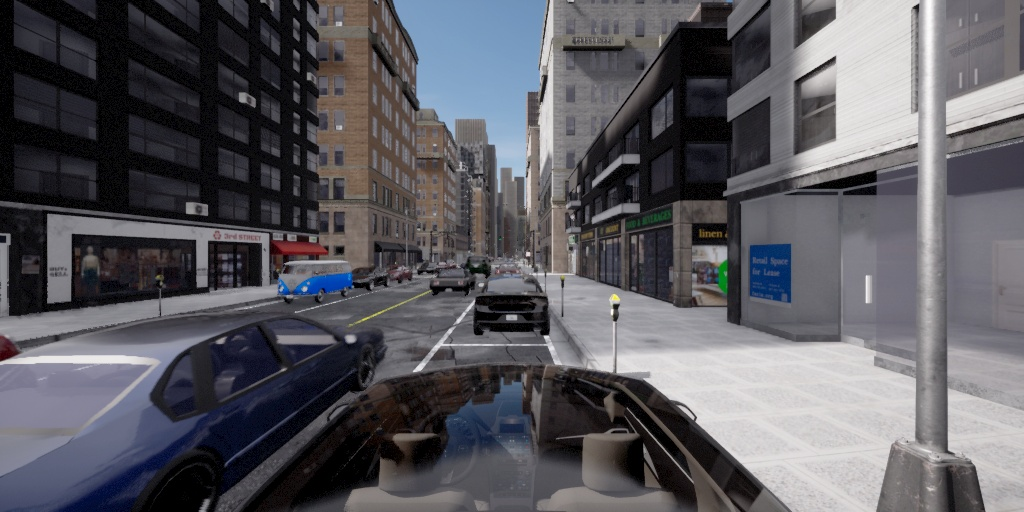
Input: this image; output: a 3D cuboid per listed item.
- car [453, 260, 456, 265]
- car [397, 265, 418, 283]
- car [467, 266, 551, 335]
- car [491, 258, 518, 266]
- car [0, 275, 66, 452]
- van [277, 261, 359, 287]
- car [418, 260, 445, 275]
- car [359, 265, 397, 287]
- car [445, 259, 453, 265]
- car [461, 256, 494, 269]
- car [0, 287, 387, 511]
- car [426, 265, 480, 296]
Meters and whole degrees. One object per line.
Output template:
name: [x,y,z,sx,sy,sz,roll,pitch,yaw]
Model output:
car: [-8.814,1.202,49.336,1.967,1.591,4.097,0,0,0]
car: [-8.813,1.335,27.331,1.802,1.307,4.207,0,0,0]
car: [-0.006,1.228,10.500,1.882,1.535,5.008,0,0,0]
car: [-0.288,1.193,27.330,1.967,1.591,4.097,0,0,0]
car: [-6.244,1.102,1.902,2.097,1.767,4.553,0,0,0]
van: [-8.813,1.092,16.328,1.690,1.789,3.998,0,0,0]
car: [-8.813,1.323,38.333,1.948,1.339,4.313,0,0,0]
car: [-8.813,1.318,21.829,1.948,1.339,4.313,0,0,0]
car: [-8.814,1.341,43.834,1.802,1.307,4.207,0,0,0]
car: [-3.147,0.977,33.923,2.150,2.045,5.566,0,0,0]
car: [-3.047,1.297,3.673,2.033,1.411,5.357,0,0,0]
car: [-3.045,1.352,19.478,1.895,1.301,4.718,0,0,0]
